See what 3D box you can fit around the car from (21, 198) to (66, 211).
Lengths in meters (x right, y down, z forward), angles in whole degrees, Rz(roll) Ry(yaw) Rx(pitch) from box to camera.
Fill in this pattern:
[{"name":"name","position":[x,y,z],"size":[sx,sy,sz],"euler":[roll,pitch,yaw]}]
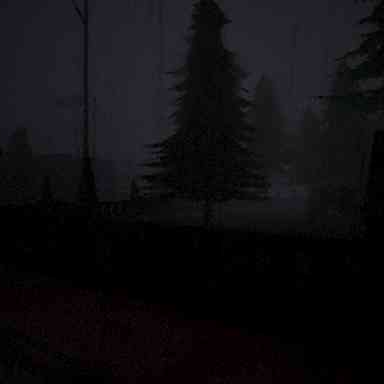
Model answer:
[{"name":"car","position":[-15.058,1.317,33.647],"size":[1.837,1.490,4.892],"euler":[0,0,36]}]
